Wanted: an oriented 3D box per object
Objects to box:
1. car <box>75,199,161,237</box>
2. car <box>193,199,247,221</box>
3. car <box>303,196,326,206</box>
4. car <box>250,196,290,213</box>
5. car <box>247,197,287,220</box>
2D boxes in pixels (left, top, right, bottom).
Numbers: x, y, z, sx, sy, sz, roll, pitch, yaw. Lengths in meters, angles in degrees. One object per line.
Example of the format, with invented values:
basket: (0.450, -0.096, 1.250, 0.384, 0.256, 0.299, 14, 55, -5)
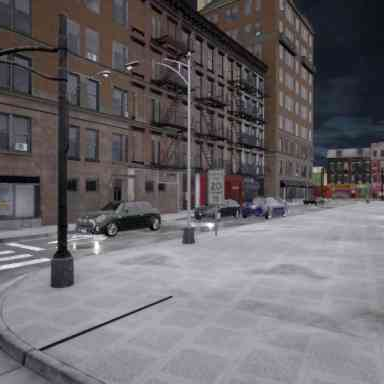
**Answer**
car: (-3.727, 1.218, 17.331, 2.097, 1.767, 4.553, 0, 1, 37)
car: (2.008, 1.300, 25.260, 1.837, 1.490, 4.892, 0, 1, 36)
car: (16.825, 1.254, 45.699, 1.895, 1.301, 4.718, 0, 0, 36)
car: (7.944, 1.218, 33.503, 2.128, 1.511, 4.902, 0, 1, 36)
car: (5.712, 1.139, 25.785, 2.097, 1.767, 4.553, 0, 1, 36)
